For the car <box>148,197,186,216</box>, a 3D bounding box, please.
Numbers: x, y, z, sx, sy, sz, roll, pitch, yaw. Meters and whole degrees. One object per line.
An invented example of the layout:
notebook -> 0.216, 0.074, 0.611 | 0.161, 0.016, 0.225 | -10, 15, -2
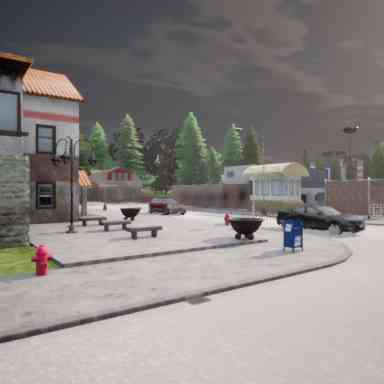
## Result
car -> -2.464, 1.351, 32.375 | 2.097, 1.767, 4.553 | 0, 0, -35

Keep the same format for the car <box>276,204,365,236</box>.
car -> 7.141, 1.477, 18.890 | 1.882, 1.535, 5.008 | 0, 0, -36
